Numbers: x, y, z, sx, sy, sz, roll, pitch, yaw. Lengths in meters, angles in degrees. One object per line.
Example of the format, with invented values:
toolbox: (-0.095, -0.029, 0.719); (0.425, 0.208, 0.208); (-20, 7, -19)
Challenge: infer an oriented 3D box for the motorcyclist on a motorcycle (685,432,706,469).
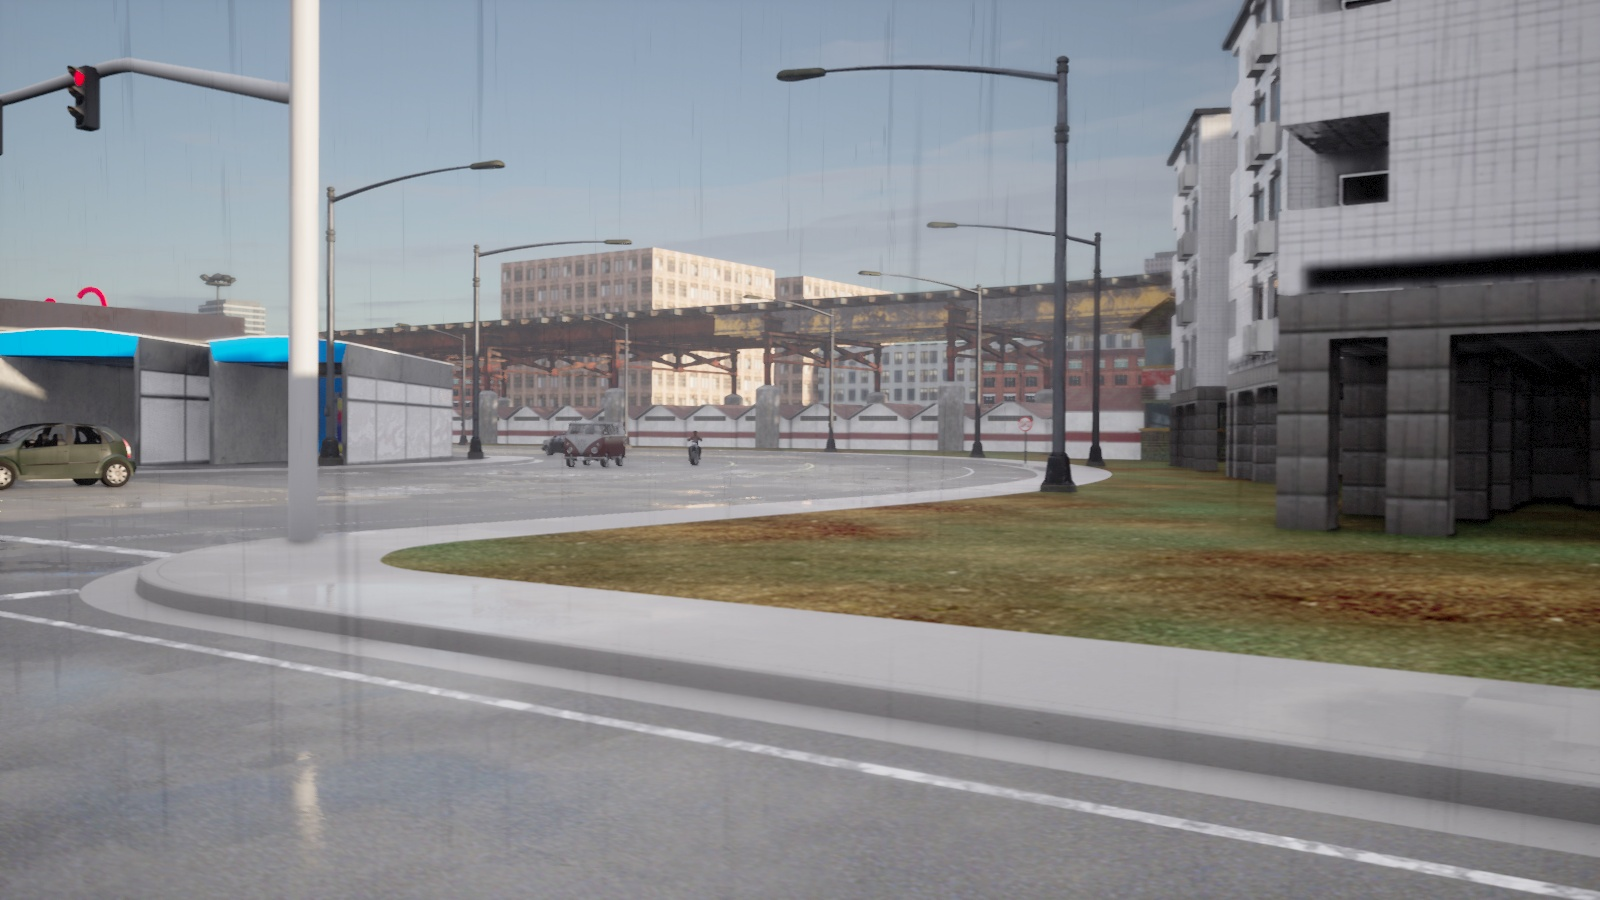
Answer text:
motorcyclist on a motorcycle: (-4.808, -0.010, 57.915); (0.766, 1.649, 2.350); (-1, 1, -1)

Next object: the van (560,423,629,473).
van: (-8.642, -0.107, 53.113); (1.775, 1.987, 4.442); (0, 1, 5)

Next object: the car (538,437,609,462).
car: (-13.815, -0.057, 76.435); (2.033, 1.411, 5.357); (-1, 1, -37)

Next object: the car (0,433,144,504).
car: (-18.581, 0.426, 30.792); (1.851, 1.617, 3.988); (0, 1, 35)
